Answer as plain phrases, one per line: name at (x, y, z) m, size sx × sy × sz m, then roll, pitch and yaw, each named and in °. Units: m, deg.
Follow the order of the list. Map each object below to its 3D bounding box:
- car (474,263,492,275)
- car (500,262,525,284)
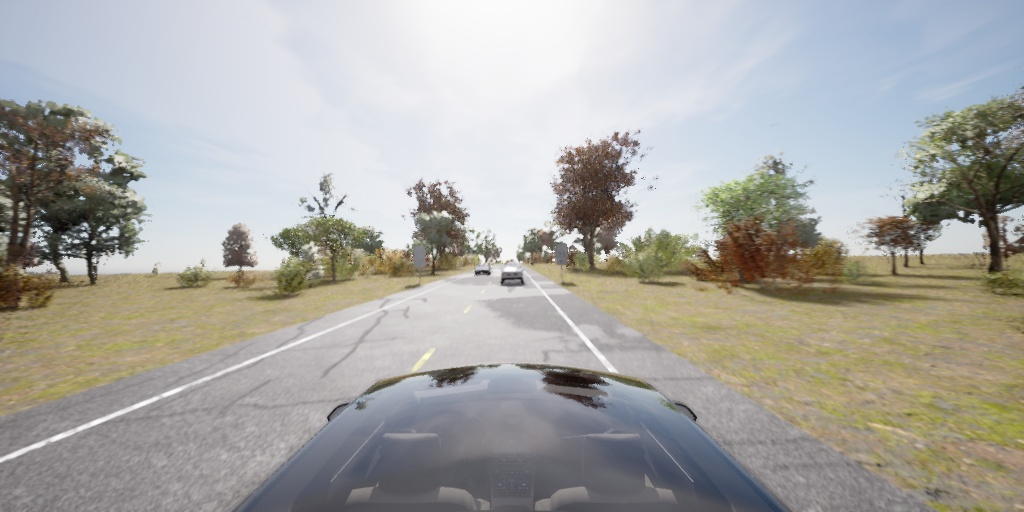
car at (-3.457, 1.619, 43.723) m, size 2.033 × 1.411 × 5.357 m, roll -1°, pitch 0°, yaw 0°
car at (0.039, 1.424, 28.926) m, size 2.033 × 1.411 × 5.357 m, roll -1°, pitch 0°, yaw 1°
